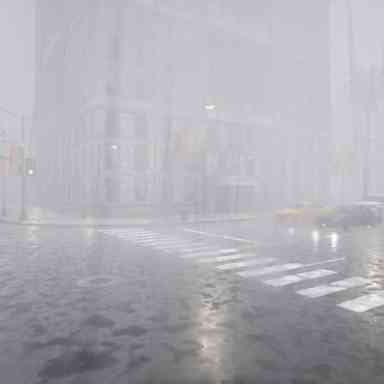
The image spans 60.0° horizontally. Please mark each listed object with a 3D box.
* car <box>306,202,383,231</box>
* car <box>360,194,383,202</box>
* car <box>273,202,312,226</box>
[{"bbox_3d":[9.922,1.547,20.924,5.357,1.411,2.033,0,0,-34],"label":"car"},{"bbox_3d":[16.471,1.221,29.472,5.566,2.045,2.150,0,0,-33],"label":"car"},{"bbox_3d":[7.993,1.477,23.840,5.008,1.535,1.882,0,0,-34],"label":"car"}]
